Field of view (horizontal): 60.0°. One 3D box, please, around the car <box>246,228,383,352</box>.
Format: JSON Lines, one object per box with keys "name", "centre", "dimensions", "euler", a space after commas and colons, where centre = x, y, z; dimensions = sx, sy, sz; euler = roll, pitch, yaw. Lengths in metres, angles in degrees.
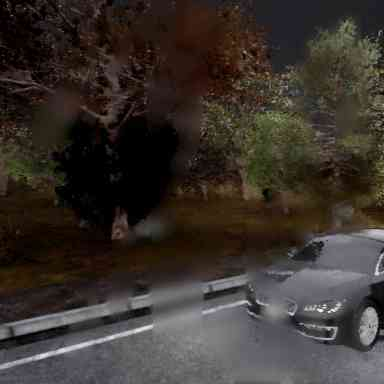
{"name": "car", "centre": [3.151, 1.496, 6.250], "dimensions": [4.892, 1.490, 1.837], "euler": [0, 0, -36]}
